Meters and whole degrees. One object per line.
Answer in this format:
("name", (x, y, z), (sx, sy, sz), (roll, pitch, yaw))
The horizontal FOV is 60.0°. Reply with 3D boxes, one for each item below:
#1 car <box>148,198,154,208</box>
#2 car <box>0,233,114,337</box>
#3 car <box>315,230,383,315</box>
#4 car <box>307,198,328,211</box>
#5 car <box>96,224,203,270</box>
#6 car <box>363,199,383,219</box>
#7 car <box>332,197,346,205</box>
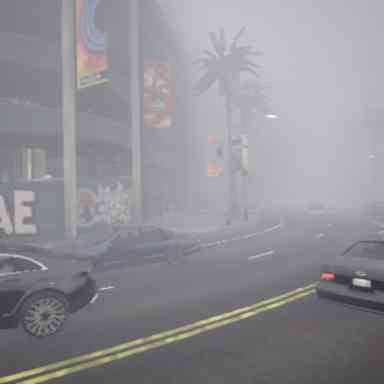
("car", (-7.039, 2.016, 51.688), (2.435, 2.045, 5.566), (-1, -1, 13))
("car", (-4.073, 1.675, 5.487), (4.902, 1.511, 2.128), (-1, -1, -32))
("car", (4.699, 1.575, 7.370), (5.357, 1.411, 2.033), (0, -1, -43))
("car", (17.208, 1.955, 46.392), (1.994, 1.385, 4.181), (-1, -1, 13))
("car", (-2.119, 1.776, 10.861), (5.357, 1.411, 2.033), (0, -1, -39))
("car", (17.209, 1.660, 30.567), (1.812, 1.442, 4.674), (-1, -1, 15))
("car", (35.078, 1.903, 80.071), (2.185, 1.767, 4.553), (-1, -1, 13))
